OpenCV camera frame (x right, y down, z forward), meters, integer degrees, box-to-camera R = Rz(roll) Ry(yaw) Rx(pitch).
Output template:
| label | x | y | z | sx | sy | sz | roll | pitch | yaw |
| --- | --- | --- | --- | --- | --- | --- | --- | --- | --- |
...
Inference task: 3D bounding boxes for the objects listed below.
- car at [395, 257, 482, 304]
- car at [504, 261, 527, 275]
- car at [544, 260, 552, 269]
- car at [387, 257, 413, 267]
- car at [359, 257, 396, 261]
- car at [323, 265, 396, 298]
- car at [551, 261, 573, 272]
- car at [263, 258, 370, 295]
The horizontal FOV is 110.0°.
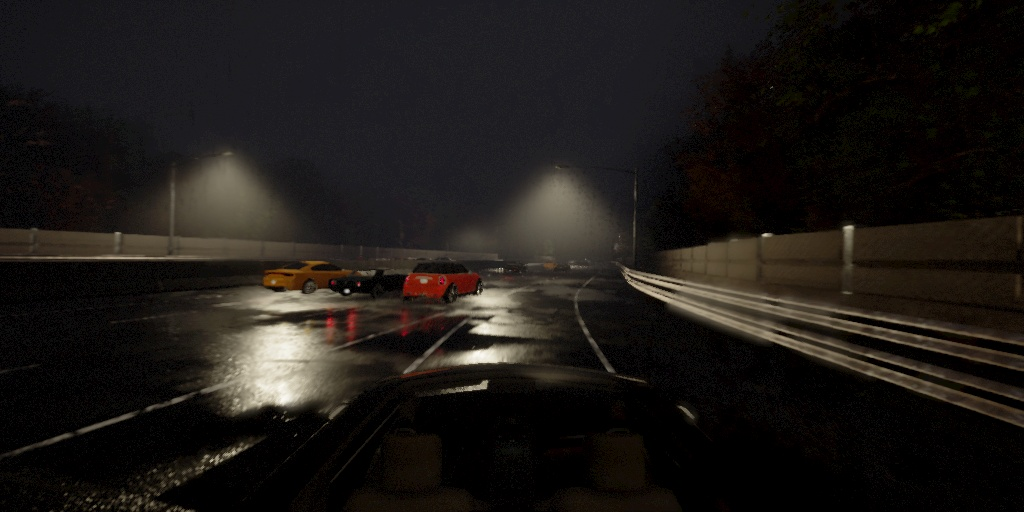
| label | x | y | z | sx | sy | sz | roll | pitch | yaw |
| --- | --- | --- | --- | --- | --- | --- | --- | --- | --- |
| car | -2.960 | 1.037 | 16.352 | 2.097 | 1.767 | 4.553 | 1 | 0 | 16 |
| car | 0.446 | 1.381 | 41.515 | 1.837 | 1.490 | 4.892 | 1 | 0 | 16 |
| car | 7.020 | 1.609 | 64.887 | 1.882 | 1.535 | 5.008 | 1 | 0 | 16 |
| car | -19.272 | 0.977 | 61.927 | 1.882 | 1.535 | 5.008 | 1 | 0 | 16 |
| car | -16.702 | 1.089 | 45.357 | 1.895 | 1.301 | 4.718 | 1 | 0 | 16 |
| car | -6.359 | 1.211 | 17.248 | 1.895 | 1.301 | 4.718 | 1 | 0 | 16 |
| car | 7.614 | 1.662 | 54.083 | 1.994 | 1.385 | 4.181 | 1 | 0 | 16 |
| car | -9.761 | 1.011 | 18.055 | 1.882 | 1.535 | 5.008 | 1 | 0 | 16 |
